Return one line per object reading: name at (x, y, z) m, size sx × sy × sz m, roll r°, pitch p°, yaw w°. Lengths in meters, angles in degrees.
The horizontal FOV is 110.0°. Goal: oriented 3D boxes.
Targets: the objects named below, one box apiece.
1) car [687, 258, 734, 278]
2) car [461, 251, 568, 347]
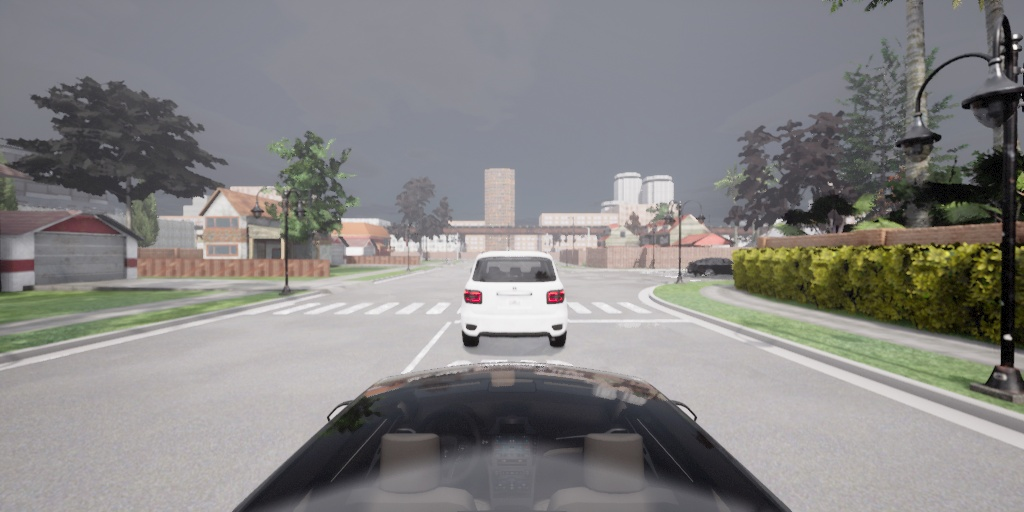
car at (16.133, 0.862, 27.632) m, size 4.892 × 1.490 × 1.837 m, roll 0°, pitch 0°, yaw 0°
car at (0.052, 0.901, 9.229) m, size 2.150 × 2.045 × 5.566 m, roll 0°, pitch 1°, yaw 0°
